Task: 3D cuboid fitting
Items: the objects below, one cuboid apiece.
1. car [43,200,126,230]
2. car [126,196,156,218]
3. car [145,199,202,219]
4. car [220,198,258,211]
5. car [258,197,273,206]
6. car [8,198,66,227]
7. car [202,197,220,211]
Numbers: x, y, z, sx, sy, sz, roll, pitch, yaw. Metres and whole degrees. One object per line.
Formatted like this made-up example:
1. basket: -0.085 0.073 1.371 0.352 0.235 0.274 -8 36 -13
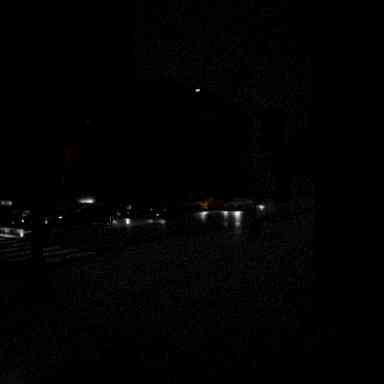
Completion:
1. car: -6.850 1.436 20.864 2.128 1.511 4.902 0 0 35
2. car: -4.732 1.268 29.478 2.097 1.767 4.553 0 0 35
3. car: -1.494 1.507 28.429 1.895 1.301 4.718 0 0 35
4. car: 5.479 1.380 38.265 1.812 1.442 4.674 0 0 35
5. car: 11.065 1.393 51.619 1.994 1.385 4.181 0 0 35
6. car: -9.763 1.305 22.371 2.097 1.767 4.553 0 0 35
7. car: 1.910 1.345 38.847 1.882 1.535 5.008 0 0 35
